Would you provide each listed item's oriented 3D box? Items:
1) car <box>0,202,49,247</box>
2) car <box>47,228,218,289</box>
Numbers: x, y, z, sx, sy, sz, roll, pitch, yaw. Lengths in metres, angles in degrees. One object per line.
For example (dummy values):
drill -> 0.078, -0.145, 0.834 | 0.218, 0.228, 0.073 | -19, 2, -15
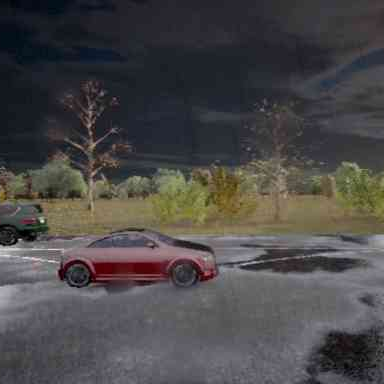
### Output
car -> -10.006, 1.545, 16.403 | 5.566, 2.045, 2.150 | 0, -1, 2
car -> -1.391, 1.710, 9.103 | 4.181, 1.385, 1.994 | -1, -1, 2
